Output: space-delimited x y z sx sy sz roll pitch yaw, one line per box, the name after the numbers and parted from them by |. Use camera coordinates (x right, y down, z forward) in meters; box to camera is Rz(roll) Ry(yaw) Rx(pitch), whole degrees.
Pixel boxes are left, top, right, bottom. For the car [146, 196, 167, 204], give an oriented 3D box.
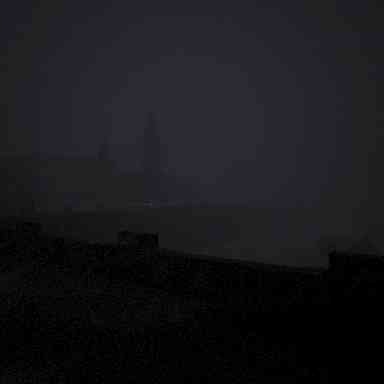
-6.915 1.559 65.071 1.837 1.490 4.892 0 0 35 | car
